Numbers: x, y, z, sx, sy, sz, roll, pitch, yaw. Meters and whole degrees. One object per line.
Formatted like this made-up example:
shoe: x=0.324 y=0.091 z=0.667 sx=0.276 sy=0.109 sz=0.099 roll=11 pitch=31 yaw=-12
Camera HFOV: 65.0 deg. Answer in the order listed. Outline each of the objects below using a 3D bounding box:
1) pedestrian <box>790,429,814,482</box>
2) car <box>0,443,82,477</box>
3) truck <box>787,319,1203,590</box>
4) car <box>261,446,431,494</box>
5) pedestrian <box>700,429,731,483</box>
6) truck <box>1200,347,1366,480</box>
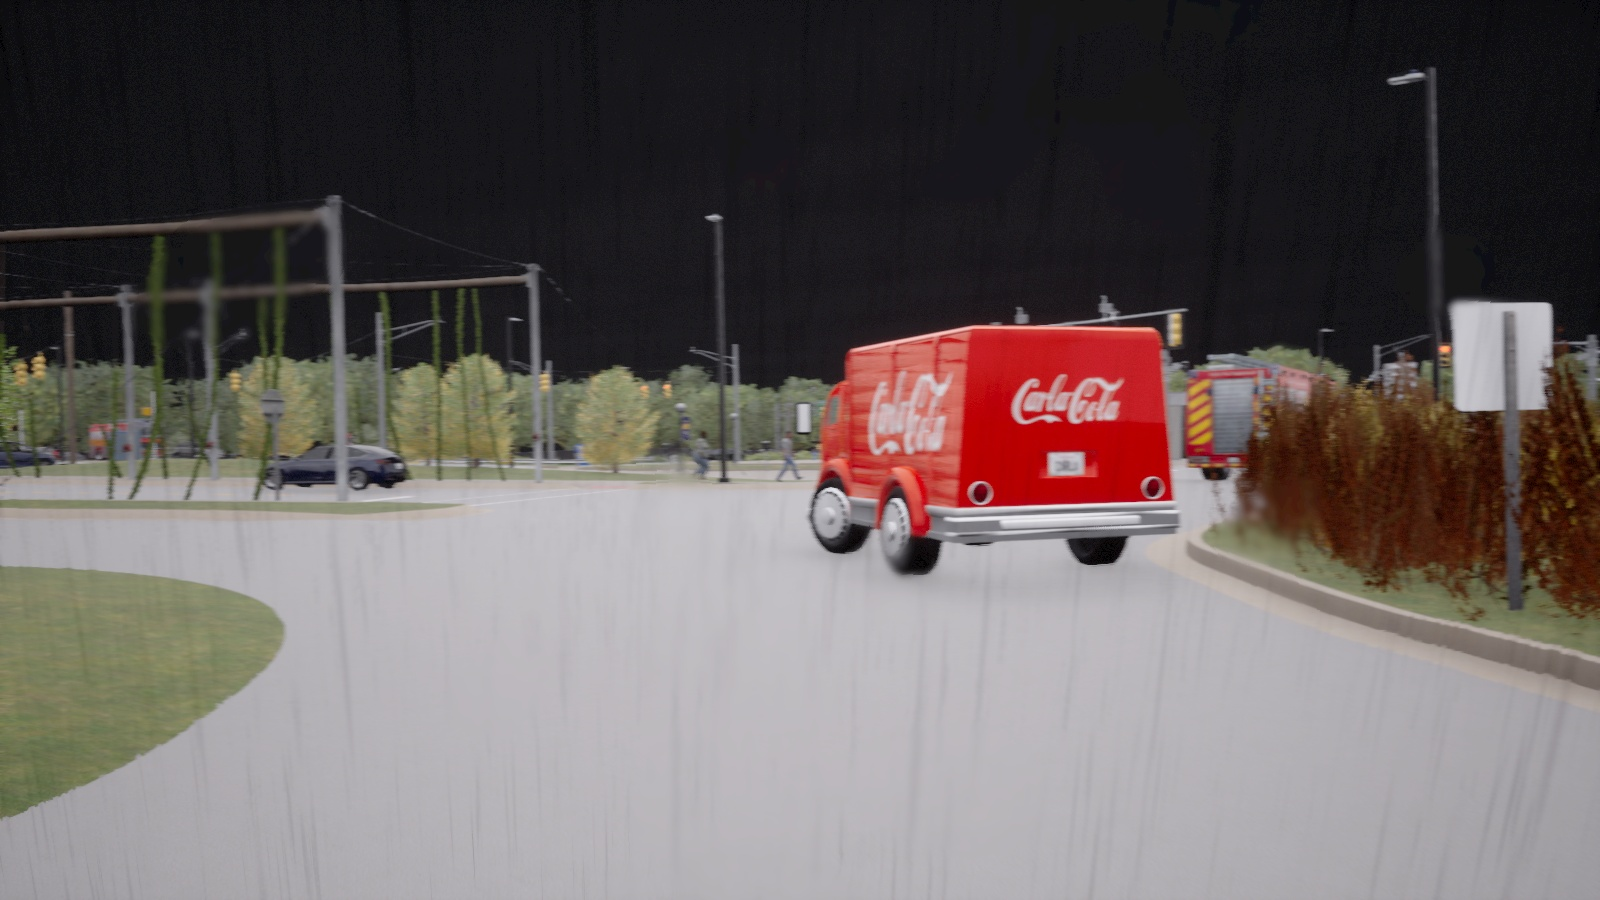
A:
pedestrian: x=0.072 y=0.194 z=43.816 sx=0.706 sy=1.836 sz=0.354 roll=-2 pitch=0 yaw=12
car: x=-38.489 y=0.511 z=62.858 sx=1.851 sy=1.617 sz=3.988 roll=-1 pitch=-1 yaw=36
truck: x=1.872 y=0.015 z=14.289 sx=2.627 sy=2.467 sz=5.204 roll=-1 pitch=0 yaw=-17
car: x=-14.887 y=0.639 z=41.278 sx=4.792 sy=1.488 sz=2.163 roll=0 pitch=1 yaw=11
pedestrian: x=-2.918 y=0.201 z=43.484 sx=0.900 sy=1.855 sz=0.874 roll=-2 pitch=0 yaw=5
truck: x=15.776 y=-1.016 z=40.597 sx=2.891 sy=3.827 sz=8.468 roll=-1 pitch=-1 yaw=36
